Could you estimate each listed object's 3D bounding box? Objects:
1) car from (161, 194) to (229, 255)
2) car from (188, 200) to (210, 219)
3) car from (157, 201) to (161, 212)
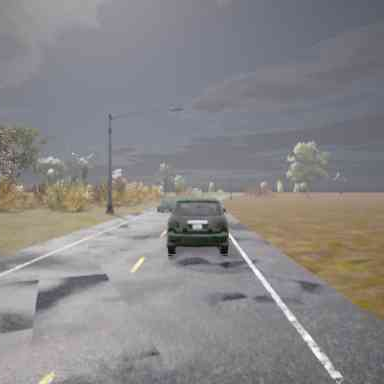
[{"bbox_3d":[0.232,1.222,13.397,2.150,2.045,5.566,0,0,1],"label":"car"},{"bbox_3d":[0.677,1.505,29.782,1.837,1.490,4.892,0,0,2],"label":"car"},{"bbox_3d":[-2.687,1.348,37.628,2.097,1.767,4.553,0,0,3],"label":"car"}]
